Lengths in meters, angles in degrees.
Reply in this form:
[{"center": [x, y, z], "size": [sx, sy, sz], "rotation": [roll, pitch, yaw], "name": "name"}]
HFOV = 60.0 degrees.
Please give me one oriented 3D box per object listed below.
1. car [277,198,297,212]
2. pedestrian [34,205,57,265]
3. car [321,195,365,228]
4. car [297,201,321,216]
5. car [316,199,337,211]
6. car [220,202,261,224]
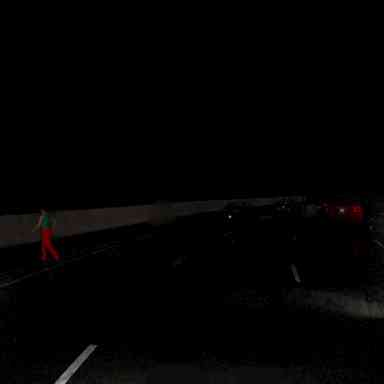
[{"center": [11.310, 1.478, 38.816], "size": [1.882, 1.535, 5.008], "rotation": [0, 0, 29], "name": "car"}, {"center": [-4.600, 1.294, 10.467], "size": [0.375, 1.860, 0.375], "rotation": [0, 0, 12], "name": "pedestrian"}, {"center": [10.464, 1.221, 22.721], "size": [2.150, 2.045, 5.566], "rotation": [0, 0, 28], "name": "car"}, {"center": [12.065, 1.564, 32.902], "size": [1.994, 1.385, 4.181], "rotation": [0, 0, 29], "name": "car"}, {"center": [16.874, 1.564, 41.620], "size": [1.994, 1.385, 4.181], "rotation": [0, 0, 29], "name": "car"}, {"center": [3.743, 1.491, 24.986], "size": [2.128, 1.511, 4.902], "rotation": [0, 0, 28], "name": "car"}]
